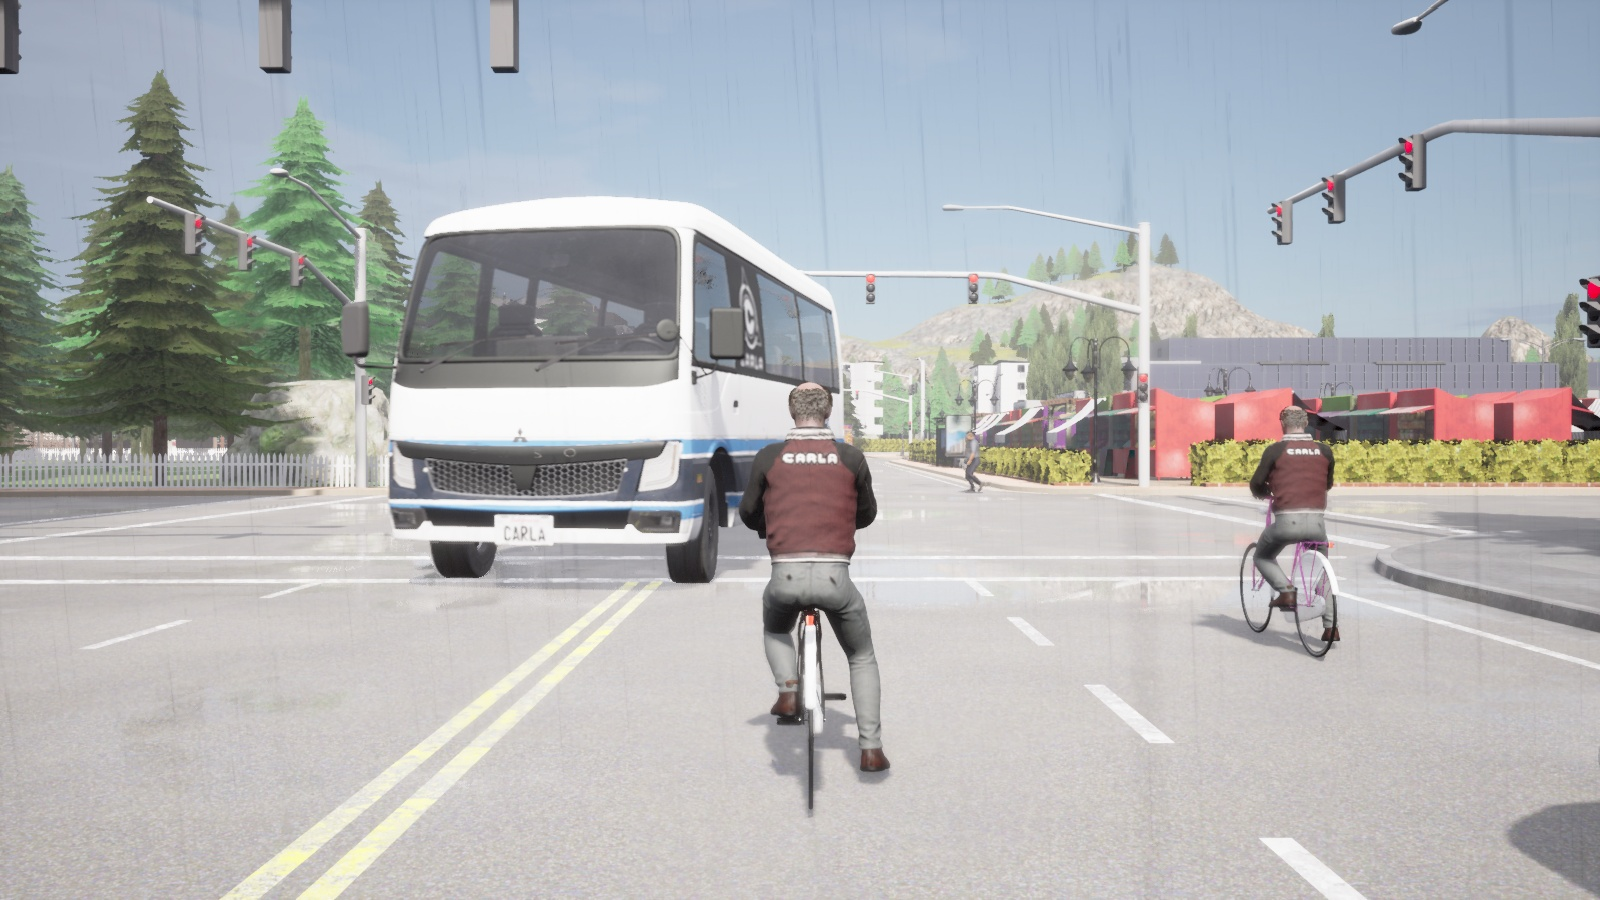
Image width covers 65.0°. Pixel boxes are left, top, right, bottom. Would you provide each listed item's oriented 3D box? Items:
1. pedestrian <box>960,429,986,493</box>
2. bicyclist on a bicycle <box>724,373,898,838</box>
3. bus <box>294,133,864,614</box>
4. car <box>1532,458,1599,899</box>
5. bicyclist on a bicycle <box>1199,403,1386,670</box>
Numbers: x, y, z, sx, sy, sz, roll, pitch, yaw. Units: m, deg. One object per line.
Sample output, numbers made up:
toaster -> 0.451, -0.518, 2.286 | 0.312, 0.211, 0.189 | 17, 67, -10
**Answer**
pedestrian -> 5.051, 0.312, 36.694 | 0.694, 1.848, 0.540 | 0, 0, 4
bicyclist on a bicycle -> 0.046, 0.585, 5.708 | 0.659, 1.776, 1.843 | 0, 1, 0
bus -> -1.854, -0.734, 16.540 | 3.944, 4.253, 10.273 | 0, 1, 11
car -> 3.526, 0.763, 2.164 | 1.812, 1.442, 4.674 | 0, 0, 0
bicyclist on a bicycle -> 3.564, 0.568, 9.269 | 0.659, 1.776, 1.843 | 0, 1, 0
